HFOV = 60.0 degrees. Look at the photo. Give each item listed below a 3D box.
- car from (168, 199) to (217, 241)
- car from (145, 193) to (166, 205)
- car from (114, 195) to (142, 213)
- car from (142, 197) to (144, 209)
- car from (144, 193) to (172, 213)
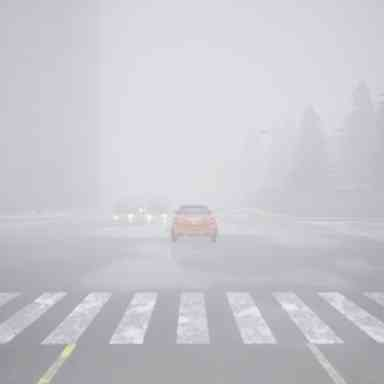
[{"bbox_3d":[0.097,1.361,16.946,2.097,1.767,4.553,0,0,0],"label":"car"},{"bbox_3d":[-6.489,1.215,58.963,2.150,2.045,5.566,0,0,-24],"label":"car"},{"bbox_3d":[-7.121,1.347,36.381,2.097,1.767,4.553,0,0,0],"label":"car"},{"bbox_3d":[-7.308,1.557,45.021,1.994,1.385,4.181,0,0,-3],"label":"car"},{"bbox_3d":[-3.620,1.347,36.254,2.097,1.767,4.553,0,0,-1],"label":"car"}]
